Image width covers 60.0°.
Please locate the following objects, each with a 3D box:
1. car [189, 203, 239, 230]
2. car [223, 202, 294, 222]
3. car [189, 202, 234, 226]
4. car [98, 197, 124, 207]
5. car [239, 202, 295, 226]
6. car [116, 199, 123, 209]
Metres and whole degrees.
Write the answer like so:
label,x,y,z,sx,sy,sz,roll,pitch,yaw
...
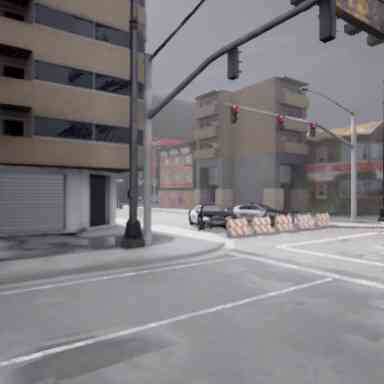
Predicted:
label,x,y,z,sx,sy,sz,roll,pitch,yaw
car,1.098,1.493,21.343,2.038,1.542,4.974,0,0,-11
car,4.631,1.349,23.521,4.536,1.218,1.853,0,0,34
car,1.089,1.336,21.394,1.853,1.218,4.536,0,0,-11
car,-11.002,1.348,45.045,1.853,1.218,4.536,0,0,-36
car,4.674,1.506,23.492,4.974,1.542,2.038,0,0,34
car,-10.972,1.506,45.003,2.038,1.542,4.974,0,0,-36
